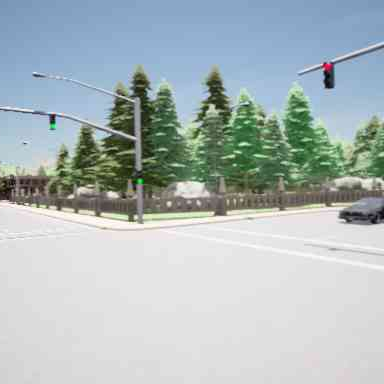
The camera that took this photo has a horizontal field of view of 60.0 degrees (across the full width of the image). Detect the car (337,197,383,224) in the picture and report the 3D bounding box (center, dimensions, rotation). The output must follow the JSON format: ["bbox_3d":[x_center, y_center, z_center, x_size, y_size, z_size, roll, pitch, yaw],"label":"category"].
[{"bbox_3d":[10.942,1.012,19.717,5.357,1.411,2.033,-2,1,-33],"label":"car"}]
